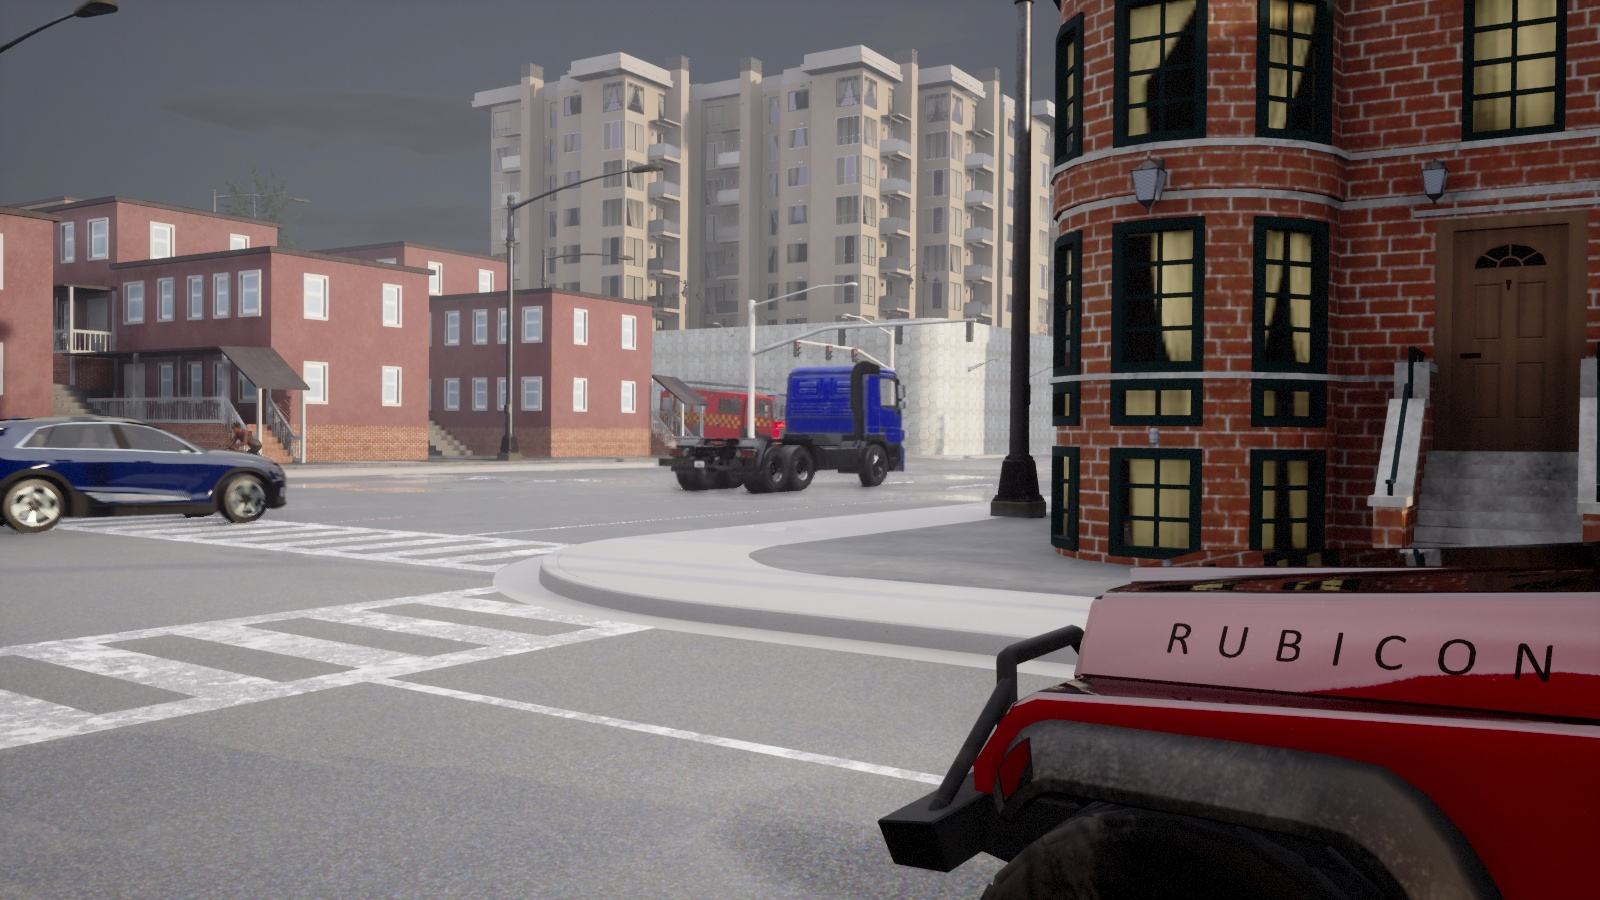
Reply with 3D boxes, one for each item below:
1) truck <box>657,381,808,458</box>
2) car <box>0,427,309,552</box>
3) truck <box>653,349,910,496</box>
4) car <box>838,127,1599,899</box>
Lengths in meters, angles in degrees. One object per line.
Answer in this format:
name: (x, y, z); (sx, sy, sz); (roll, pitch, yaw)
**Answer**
truck: (-4.007, -1.806, 72.816); (8.468, 3.827, 2.891); (6, 4, 33)
car: (-10.209, 0.496, 18.871); (2.033, 1.649, 4.856); (0, 1, 41)
truck: (-0.239, -0.708, 33.644); (2.891, 3.462, 7.936); (0, 1, 33)
car: (2.219, 0.478, 2.153); (3.866, 1.878, 1.905); (0, 1, 33)
